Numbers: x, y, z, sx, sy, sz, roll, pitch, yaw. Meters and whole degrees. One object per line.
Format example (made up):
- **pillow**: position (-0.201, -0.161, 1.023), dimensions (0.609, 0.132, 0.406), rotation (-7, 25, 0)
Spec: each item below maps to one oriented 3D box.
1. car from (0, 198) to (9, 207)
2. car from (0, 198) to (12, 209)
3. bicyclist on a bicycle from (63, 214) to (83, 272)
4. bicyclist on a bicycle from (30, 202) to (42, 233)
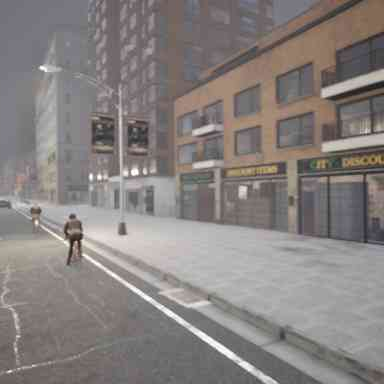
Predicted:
- **car**: position (-34.023, 1.780, 59.424), dimensions (2.128, 1.511, 4.902), rotation (-1, 0, -31)
- **car**: position (-27.300, 1.725, 48.314), dimensions (1.837, 1.490, 4.892), rotation (-1, -1, -31)
- **bicyclist on a bicycle**: position (-3.515, 1.475, 9.903), dimensions (0.582, 1.620, 1.656), rotation (-1, 0, -31)
- **bicyclist on a bicycle**: position (-8.905, 1.437, 18.959), dimensions (0.659, 1.776, 1.843), rotation (-1, 0, -31)
